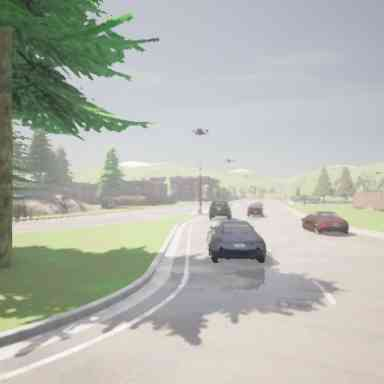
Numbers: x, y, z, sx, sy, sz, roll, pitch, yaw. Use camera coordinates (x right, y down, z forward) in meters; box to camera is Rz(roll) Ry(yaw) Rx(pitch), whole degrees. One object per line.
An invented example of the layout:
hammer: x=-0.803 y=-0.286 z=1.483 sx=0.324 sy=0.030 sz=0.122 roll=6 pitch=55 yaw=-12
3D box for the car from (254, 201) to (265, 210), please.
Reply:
car: x=13.408 y=2.670 z=65.853 sx=1.882 sy=1.535 sz=5.008 roll=0 pitch=-1 yaw=13

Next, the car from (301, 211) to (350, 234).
car: x=8.735 y=1.963 z=22.169 sx=1.994 sy=1.385 sz=4.181 roll=0 pitch=-1 yaw=1

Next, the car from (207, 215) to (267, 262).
car: x=1.648 y=1.809 z=13.197 sx=1.994 sy=1.385 sz=4.181 roll=0 pitch=-1 yaw=1

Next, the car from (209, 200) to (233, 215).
car: x=3.121 y=1.872 z=35.426 sx=2.150 sy=2.045 sz=5.566 roll=0 pitch=-1 yaw=10

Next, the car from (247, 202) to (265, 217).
car: x=7.945 y=2.232 z=41.481 sx=1.882 sy=1.535 sz=5.008 roll=0 pitch=-1 yaw=12
